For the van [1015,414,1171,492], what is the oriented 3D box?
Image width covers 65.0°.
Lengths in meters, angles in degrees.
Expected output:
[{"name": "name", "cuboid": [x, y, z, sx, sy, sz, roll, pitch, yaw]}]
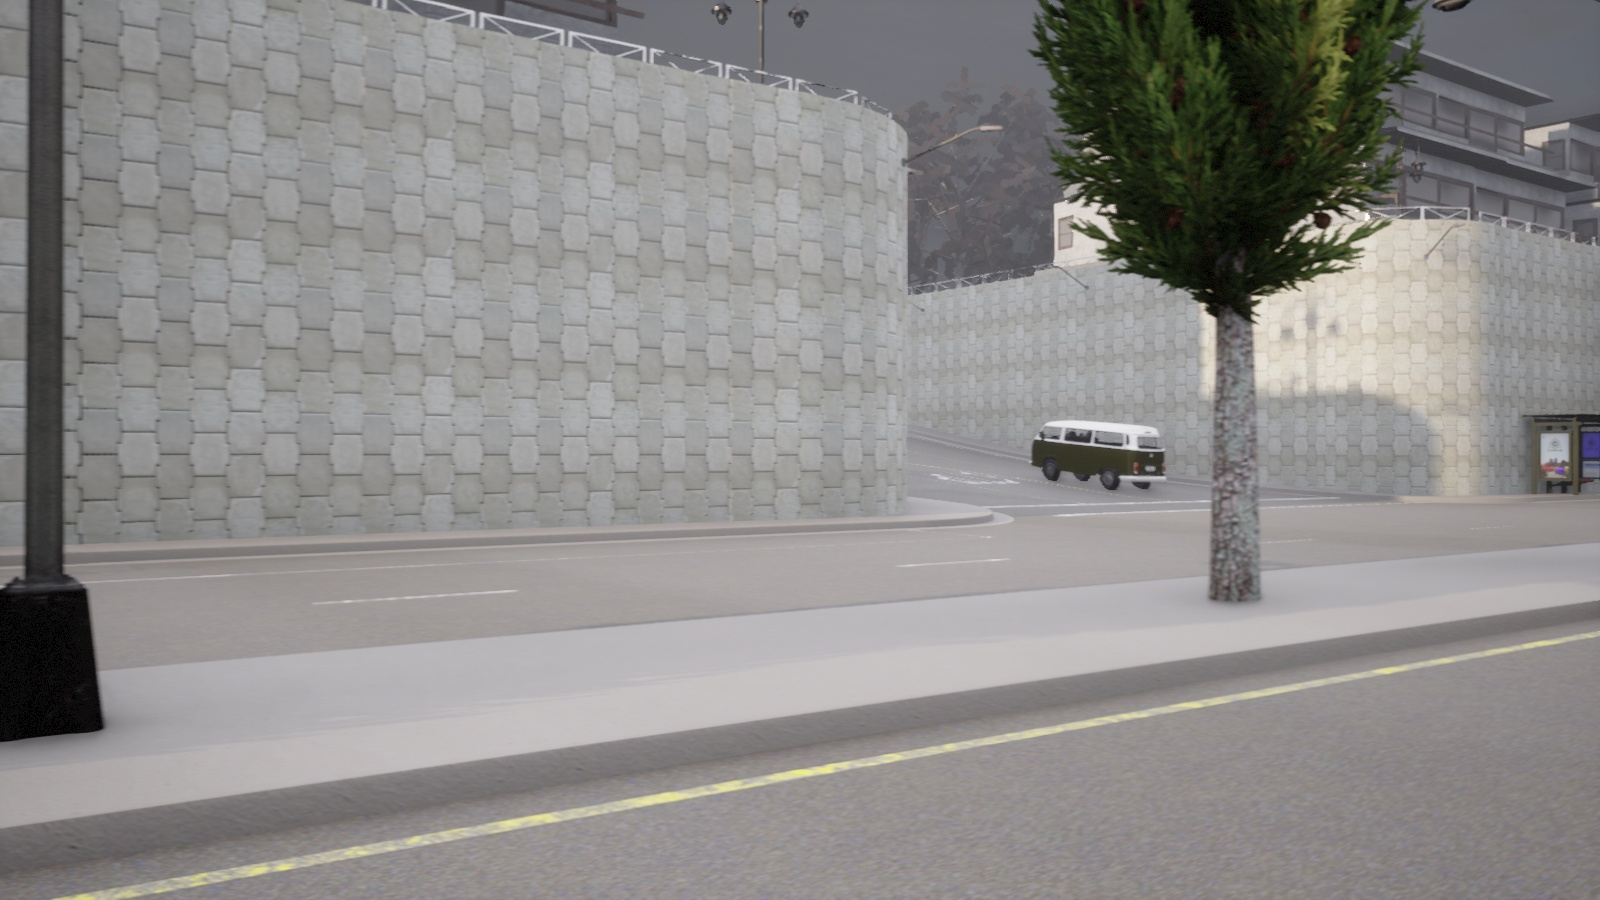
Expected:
[{"name": "van", "cuboid": [9.317, 0.058, 40.236, 2.069, 2.038, 4.480, 1, 5, -36]}]
